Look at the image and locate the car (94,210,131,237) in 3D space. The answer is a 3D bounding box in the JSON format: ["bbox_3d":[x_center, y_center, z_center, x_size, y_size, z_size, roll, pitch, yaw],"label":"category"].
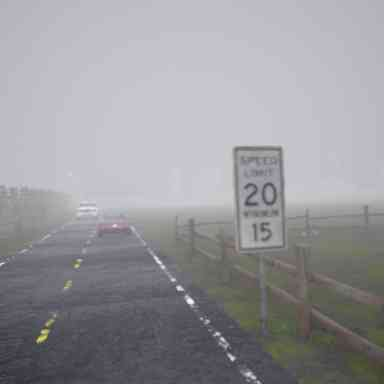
[{"bbox_3d":[-5.078,2.019,21.687,1.994,1.385,4.181,-2,-1,-14],"label":"car"}]

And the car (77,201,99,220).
[{"bbox_3d":[-12.443,2.169,39.922,2.150,2.045,5.566,-2,-1,-14],"label":"car"}]
